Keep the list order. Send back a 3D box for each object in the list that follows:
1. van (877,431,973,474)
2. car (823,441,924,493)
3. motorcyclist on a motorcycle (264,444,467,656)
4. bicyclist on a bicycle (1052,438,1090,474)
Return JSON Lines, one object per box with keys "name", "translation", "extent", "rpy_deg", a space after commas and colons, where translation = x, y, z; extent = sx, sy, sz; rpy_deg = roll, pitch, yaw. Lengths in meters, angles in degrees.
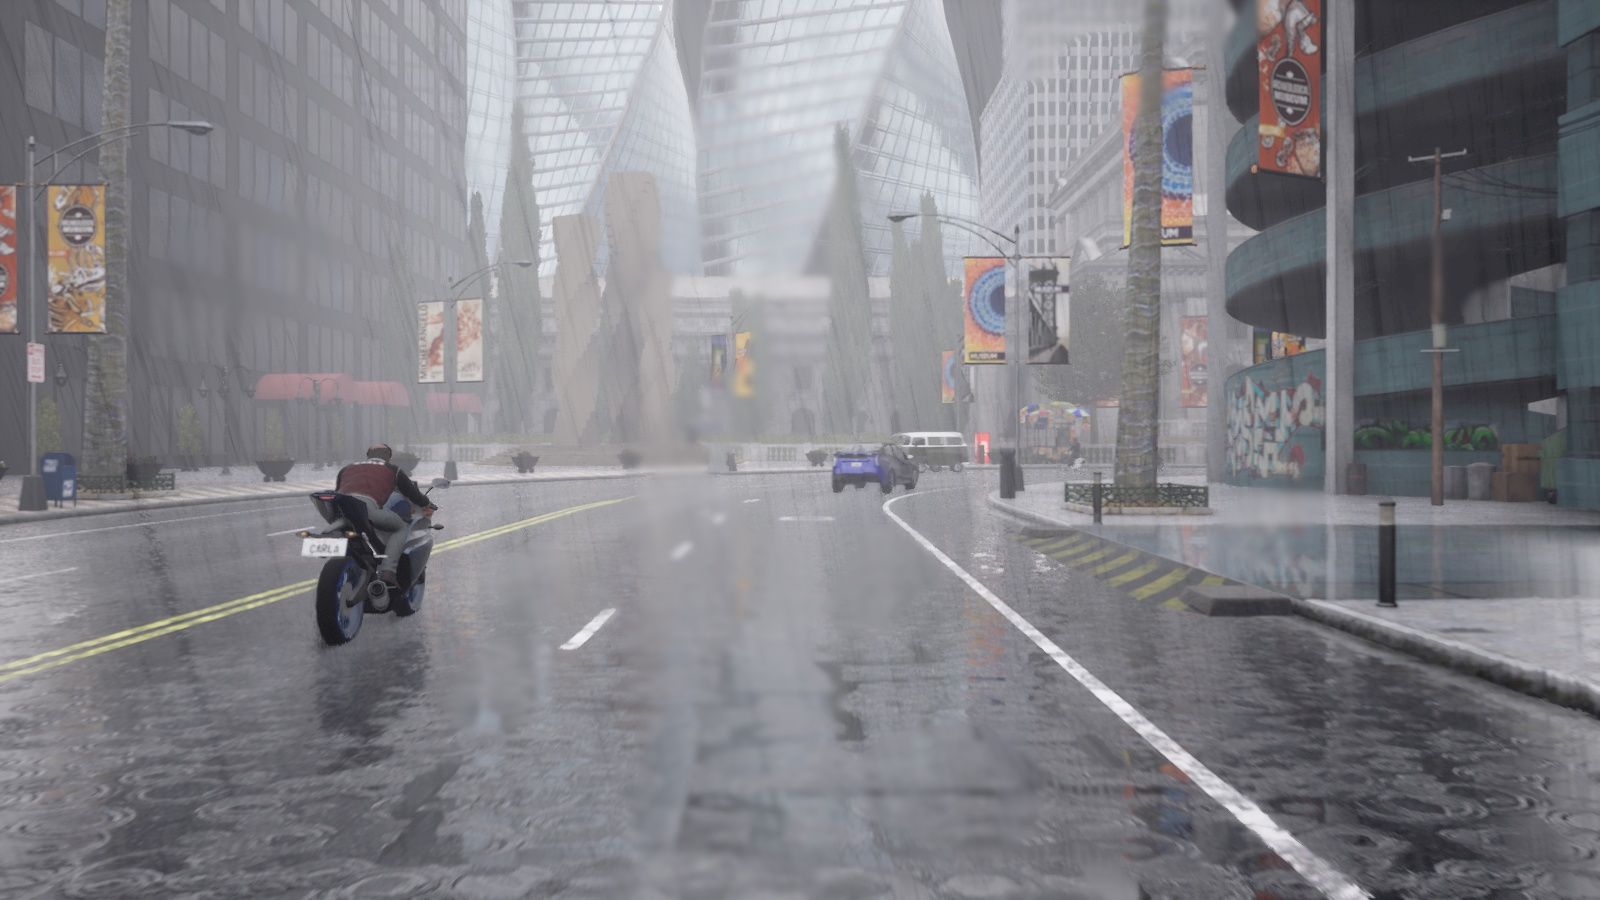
{"name": "van", "translation": [6.156, 0.128, 61.528], "extent": [4.480, 2.038, 2.069], "rpy_deg": [0, 0, -38]}
{"name": "car", "translation": [2.336, 0.477, 38.710], "extent": [2.007, 1.525, 4.514], "rpy_deg": [0, 0, 18]}
{"name": "motorcyclist on a motorcycle", "translation": [-3.436, 0.721, 10.187], "extent": [0.866, 1.530, 2.191], "rpy_deg": [0, 0, 1]}
{"name": "bicyclist on a bicycle", "translation": [13.450, 0.277, 62.322], "extent": [1.843, 1.776, 0.659], "rpy_deg": [0, 1, -30]}
